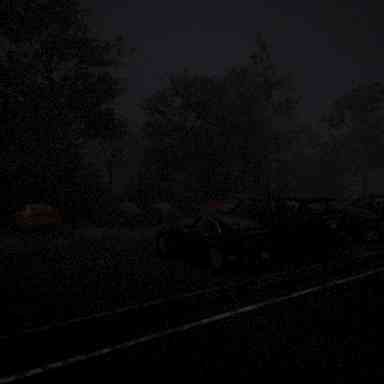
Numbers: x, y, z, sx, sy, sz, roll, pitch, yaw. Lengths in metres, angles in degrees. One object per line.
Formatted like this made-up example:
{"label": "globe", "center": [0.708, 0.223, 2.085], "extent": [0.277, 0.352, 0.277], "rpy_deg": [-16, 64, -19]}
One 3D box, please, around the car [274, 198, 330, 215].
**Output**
{"label": "car", "center": [11.247, 1.430, 34.302], "extent": [1.946, 1.575, 5.366], "rpy_deg": [0, 0, -36]}

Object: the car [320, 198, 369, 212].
{"label": "car", "center": [17.919, 1.480, 39.337], "extent": [2.163, 1.488, 4.792], "rpy_deg": [0, 0, -36]}

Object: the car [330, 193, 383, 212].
{"label": "car", "center": [20.216, 1.207, 40.910], "extent": [2.435, 2.045, 5.566], "rpy_deg": [0, 0, -36]}

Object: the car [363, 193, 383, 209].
{"label": "car", "center": [27.013, 1.242, 45.770], "extent": [2.435, 2.045, 5.566], "rpy_deg": [0, 0, -36]}

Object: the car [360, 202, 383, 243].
{"label": "car", "center": [7.417, 1.410, 15.731], "extent": [2.231, 1.521, 4.892], "rpy_deg": [0, 0, -36]}

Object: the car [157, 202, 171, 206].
{"label": "car", "center": [-2.459, 1.453, 24.748], "extent": [2.002, 1.452, 4.674], "rpy_deg": [0, 0, -35]}

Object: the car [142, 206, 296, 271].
{"label": "car", "center": [0.579, 1.428, 10.843], "extent": [2.231, 1.521, 4.892], "rpy_deg": [0, 0, -35]}

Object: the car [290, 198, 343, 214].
{"label": "car", "center": [13.409, 1.439, 36.069], "extent": [2.097, 1.535, 5.008], "rpy_deg": [0, 0, -36]}

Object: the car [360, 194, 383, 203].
{"label": "car", "center": [9.688, 1.160, 17.378], "extent": [2.435, 2.045, 5.566], "rpy_deg": [0, 0, -36]}

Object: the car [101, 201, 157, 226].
{"label": "car", "center": [-4.731, 1.417, 23.133], "extent": [2.097, 1.535, 5.008], "rpy_deg": [0, 0, -35]}

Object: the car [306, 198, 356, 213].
{"label": "car", "center": [15.688, 1.474, 37.669], "extent": [2.163, 1.488, 4.792], "rpy_deg": [0, 0, -36]}

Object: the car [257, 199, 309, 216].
{"label": "car", "center": [8.874, 1.467, 32.831], "extent": [2.002, 1.452, 4.674], "rpy_deg": [0, 0, -36]}

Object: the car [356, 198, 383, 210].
{"label": "car", "center": [24.632, 1.519, 44.099], "extent": [2.002, 1.452, 4.674], "rpy_deg": [0, 0, -36]}

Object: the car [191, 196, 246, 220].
{"label": "car", "center": [2.094, 1.286, 27.954], "extent": [2.185, 1.767, 4.553], "rpy_deg": [0, 0, -36]}

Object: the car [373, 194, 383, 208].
{"label": "car", "center": [29.178, 1.256, 47.319], "extent": [2.435, 2.045, 5.566], "rpy_deg": [0, 0, -36]}

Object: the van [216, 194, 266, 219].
{"label": "van", "center": [4.272, 1.188, 29.689], "extent": [1.878, 1.987, 4.442], "rpy_deg": [0, 0, -36]}

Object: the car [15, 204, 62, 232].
{"label": "car", "center": [-9.260, 1.439, 19.894], "extent": [2.097, 1.535, 5.008], "rpy_deg": [0, 0, -35]}

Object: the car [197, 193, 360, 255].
{"label": "car", "center": [2.840, 1.166, 12.496], "extent": [2.435, 2.045, 5.566], "rpy_deg": [0, 0, -35]}

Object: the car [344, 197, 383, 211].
{"label": "car", "center": [22.469, 1.469, 42.549], "extent": [2.097, 1.535, 5.008], "rpy_deg": [0, 0, -36]}
